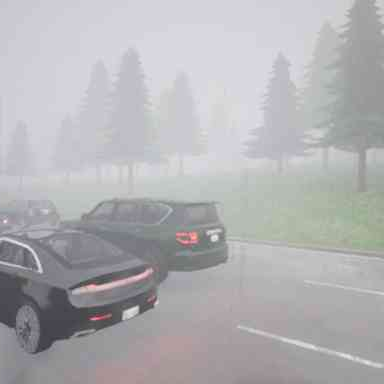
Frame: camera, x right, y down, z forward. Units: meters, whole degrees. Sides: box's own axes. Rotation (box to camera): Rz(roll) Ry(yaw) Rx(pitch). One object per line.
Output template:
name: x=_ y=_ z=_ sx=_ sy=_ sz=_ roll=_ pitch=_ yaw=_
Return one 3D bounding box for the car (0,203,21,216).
car: x=-10.761 y=1.336 z=16.031 sx=5.357 sy=1.411 sz=2.033 roll=1 pitch=0 yaw=35

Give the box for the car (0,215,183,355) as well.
car: x=-2.812 y=1.425 z=6.014 sx=4.902 sy=1.511 sz=2.128 roll=1 pitch=1 yaw=36

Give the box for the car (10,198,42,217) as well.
car: x=-9.814 y=1.125 z=19.657 sx=4.553 sy=1.767 sz=2.097 roll=1 pitch=0 yaw=36

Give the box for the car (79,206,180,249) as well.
car: x=-2.790 y=1.439 z=14.624 sx=4.181 sy=1.385 sz=1.994 roll=1 pitch=0 yaw=35

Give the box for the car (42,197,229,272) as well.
car: x=-1.642 y=1.145 z=9.482 sx=5.566 sy=2.045 sz=2.150 roll=1 pitch=1 yaw=36
